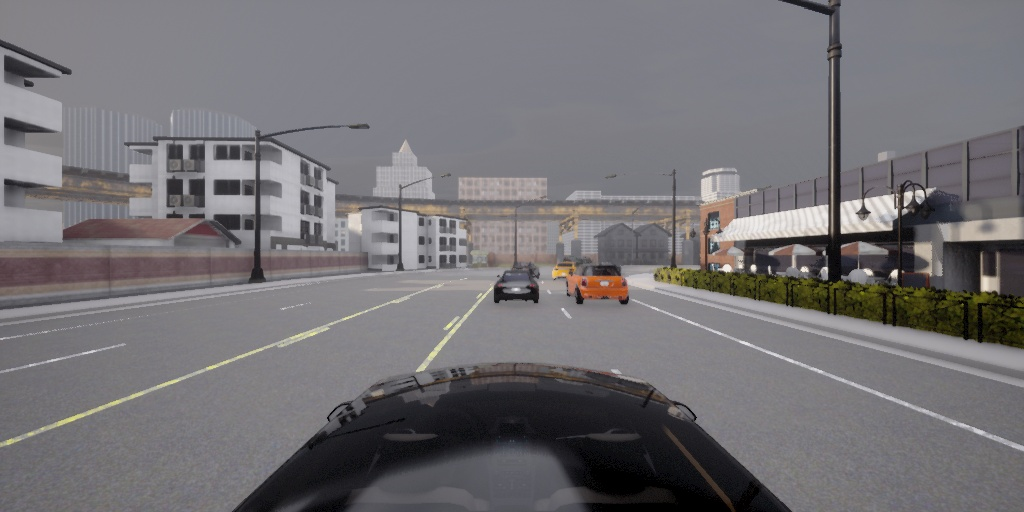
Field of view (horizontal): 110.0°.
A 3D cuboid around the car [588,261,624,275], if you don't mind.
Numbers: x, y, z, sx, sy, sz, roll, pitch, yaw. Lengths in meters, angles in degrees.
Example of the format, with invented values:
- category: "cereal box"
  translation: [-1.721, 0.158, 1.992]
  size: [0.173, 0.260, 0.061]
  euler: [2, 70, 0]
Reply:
- category: "car"
  translation: [10.695, 1.322, 40.608]
  size: [4.181, 1.385, 1.994]
  euler: [0, 0, -44]

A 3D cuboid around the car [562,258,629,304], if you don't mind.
- category: "car"
  translation: [3.716, 1.116, 16.337]
  size: [2.097, 1.767, 4.553]
  euler: [0, 0, 1]

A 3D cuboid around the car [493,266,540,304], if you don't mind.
- category: "car"
  translation: [0.218, 1.322, 16.454]
  size: [1.994, 1.385, 4.181]
  euler: [0, 0, 1]

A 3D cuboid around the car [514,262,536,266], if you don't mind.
- category: "car"
  translation: [1.212, 1.245, 30.997]
  size: [2.128, 1.511, 4.902]
  euler: [0, 0, 14]

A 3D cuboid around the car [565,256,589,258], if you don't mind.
- category: "car"
  translation: [8.293, 1.008, 43.154]
  size: [5.566, 2.045, 2.150]
  euler: [0, 0, -44]

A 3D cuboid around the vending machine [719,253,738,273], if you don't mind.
- category: "vending machine"
  translation: [24.682, 0.944, 40.802]
  size: [0.880, 2.100, 1.100]
  euler: [0, 0, -4]

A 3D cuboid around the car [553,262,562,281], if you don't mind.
- category: "car"
  translation: [4.605, 1.235, 30.139]
  size: [1.882, 1.535, 5.008]
  euler: [0, 0, 14]
